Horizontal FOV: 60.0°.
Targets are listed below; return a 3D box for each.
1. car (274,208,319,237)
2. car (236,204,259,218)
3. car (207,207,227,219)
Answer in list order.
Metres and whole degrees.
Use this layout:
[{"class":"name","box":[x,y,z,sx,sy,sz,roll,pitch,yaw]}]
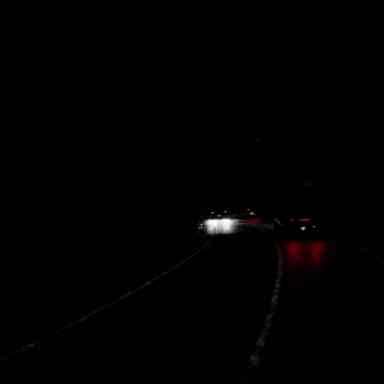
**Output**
[{"class":"car","box":[5.970,1.694,19.461,2.128,1.511,4.902,-2,-1,7]},{"class":"car","box":[6.254,2.098,37.858,1.837,1.490,4.892,-3,-1,-3]},{"class":"car","box":[2.917,2.386,39.217,1.895,1.301,4.718,-3,-1,-3]}]
